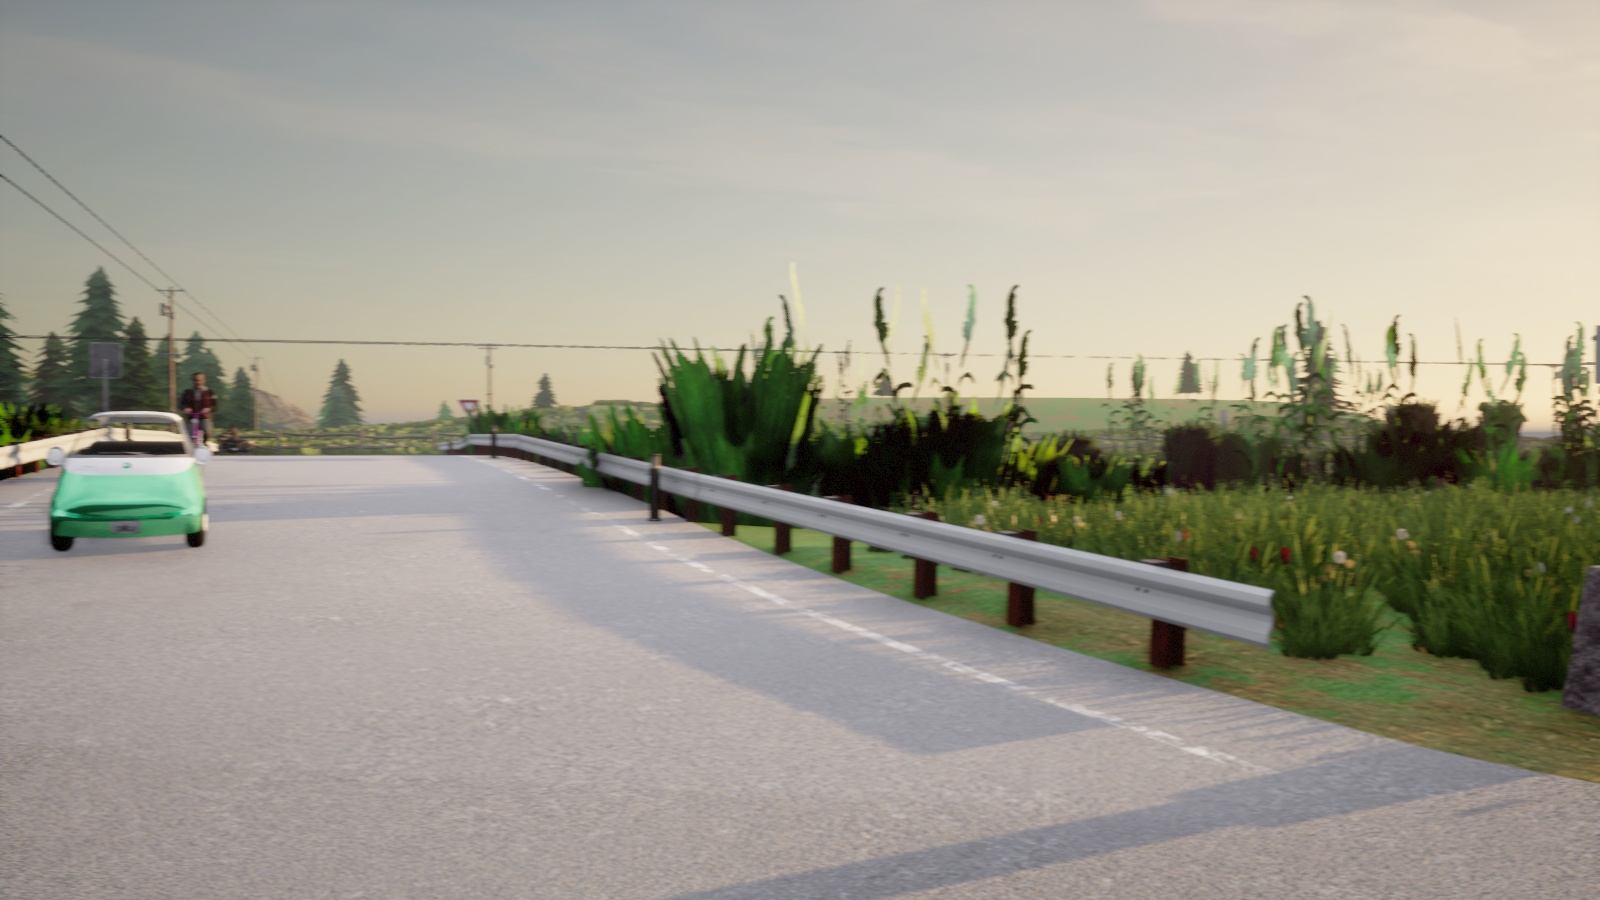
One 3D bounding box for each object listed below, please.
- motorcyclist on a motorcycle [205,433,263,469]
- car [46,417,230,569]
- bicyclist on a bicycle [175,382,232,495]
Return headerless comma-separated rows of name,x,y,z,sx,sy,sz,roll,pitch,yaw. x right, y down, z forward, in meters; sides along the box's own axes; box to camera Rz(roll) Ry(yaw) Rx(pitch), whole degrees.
motorcyclist on a motorcycle,-26.815,0.029,59.487,2.350,1.649,0.766,-1,2,-3
car,-6.944,0.386,13.365,1.481,1.376,2.207,-1,4,-22
bicyclist on a bicycle,-9.807,-0.217,20.686,0.659,1.776,1.843,-1,2,-21
